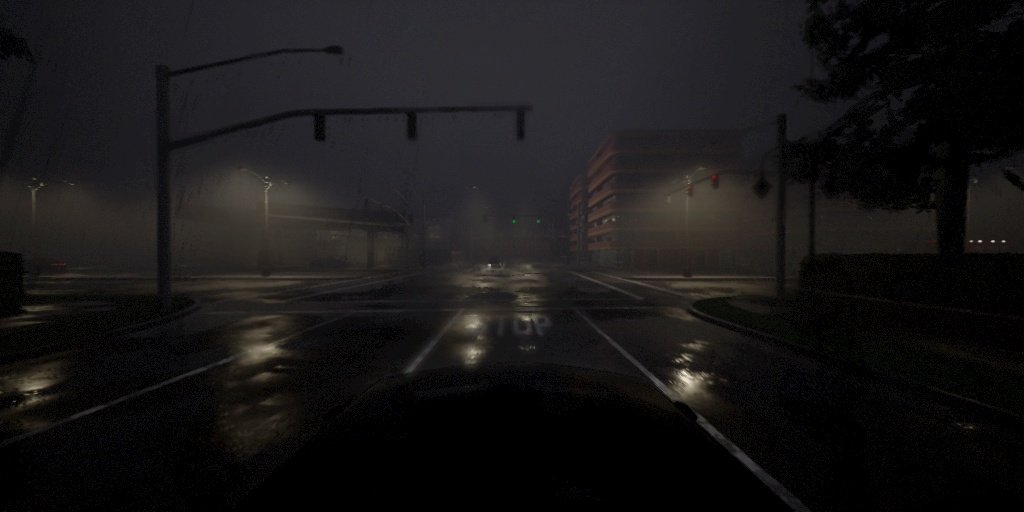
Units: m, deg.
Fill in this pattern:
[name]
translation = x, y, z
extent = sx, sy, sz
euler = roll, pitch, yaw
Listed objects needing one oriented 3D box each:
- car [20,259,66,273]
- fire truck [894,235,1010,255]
[car]
translation = -48.225, 1.002, 36.241
extent = 4.892, 1.490, 1.837
euler = 0, 0, 1
[fire truck]
translation = 43.323, -0.158, 35.535
extent = 8.468, 3.827, 2.891
euler = 0, 0, 0
